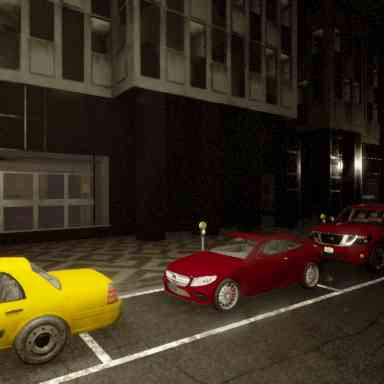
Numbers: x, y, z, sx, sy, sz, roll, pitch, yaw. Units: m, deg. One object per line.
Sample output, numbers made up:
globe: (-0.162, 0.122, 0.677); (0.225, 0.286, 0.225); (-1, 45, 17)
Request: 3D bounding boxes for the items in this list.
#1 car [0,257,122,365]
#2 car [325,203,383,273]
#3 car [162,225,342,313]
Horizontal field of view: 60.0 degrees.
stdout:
car: (-3.362, 1.525, 4.257); (4.829, 1.417, 1.752); (0, 0, -35)
car: (5.909, 1.314, 10.847); (5.009, 1.841, 2.192); (0, 0, -35)
car: (1.342, 1.581, 7.601); (4.206, 1.307, 1.802); (0, 0, -35)
